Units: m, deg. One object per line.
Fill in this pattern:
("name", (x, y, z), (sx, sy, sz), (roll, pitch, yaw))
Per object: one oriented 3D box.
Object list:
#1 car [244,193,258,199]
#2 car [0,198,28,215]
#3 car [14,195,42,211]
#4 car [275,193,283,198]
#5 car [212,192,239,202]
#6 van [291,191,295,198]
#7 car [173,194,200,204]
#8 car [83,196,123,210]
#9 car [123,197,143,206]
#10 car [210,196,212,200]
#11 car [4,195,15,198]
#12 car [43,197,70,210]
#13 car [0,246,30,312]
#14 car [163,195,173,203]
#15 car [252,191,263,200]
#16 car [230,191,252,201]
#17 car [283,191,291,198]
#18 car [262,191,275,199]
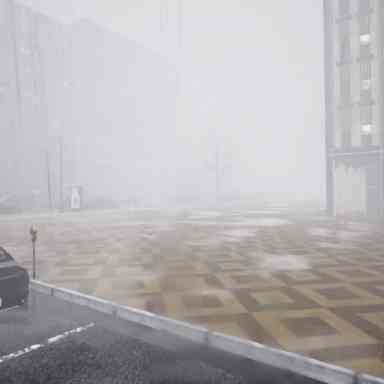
("car", (15.406, 1.040, 86.947), (1.947, 1.339, 4.313), (-1, 0, 36))
("car", (-16.694, 1.413, 28.298), (1.802, 1.307, 4.206), (-1, 0, 36))
("car", (-20.243, 1.228, 37.690), (2.192, 1.841, 5.009), (-1, 0, 36))
("car", (18.953, 0.938, 77.555), (2.008, 1.369, 4.403), (-1, 0, 36))
("car", (5.990, 1.093, 59.644), (2.008, 1.369, 4.403), (-1, 0, 36))
("van", (25.432, 0.654, 86.511), (1.690, 1.788, 3.998), (-1, 0, 36))
("car", (-0.492, 1.062, 50.688), (1.967, 1.590, 4.097), (-1, 0, 36))
("car", (-10.214, 1.186, 37.254), (1.967, 1.590, 4.097), (-1, 0, 36))
("car", (-9.383, 1.362, 48.278), (1.895, 1.301, 4.718), (-1, 0, 36))
("car", (5.683, 1.029, 73.513), (1.967, 1.590, 4.097), (-1, 0, 36))
("car", (-20.654, 1.385, 32.699), (1.882, 1.535, 5.008), (-1, 0, 37))
("car", (-15.090, 1.360, 40.395), (1.812, 1.442, 4.674), (-1, 0, 36))
("car", (-4.926, 1.553, 6.558), (4.403, 1.369, 2.008), (0, -1, 35))
("car", (-2.947, 1.172, 57.075), (2.128, 1.511, 4.902), (-1, 0, 37))
("car", (12.472, 1.046, 68.599), (1.802, 1.307, 4.206), (-1, 0, 36))
("car", (9.231, 1.048, 64.121), (1.887, 1.381, 4.507), (-1, 0, 36))
("car", (22.194, 0.932, 82.033), (1.802, 1.307, 4.206), (-1, 0, 36))
("car", (15.710, 0.740, 73.077), (2.192, 1.841, 5.009), (-1, 0, 36))
